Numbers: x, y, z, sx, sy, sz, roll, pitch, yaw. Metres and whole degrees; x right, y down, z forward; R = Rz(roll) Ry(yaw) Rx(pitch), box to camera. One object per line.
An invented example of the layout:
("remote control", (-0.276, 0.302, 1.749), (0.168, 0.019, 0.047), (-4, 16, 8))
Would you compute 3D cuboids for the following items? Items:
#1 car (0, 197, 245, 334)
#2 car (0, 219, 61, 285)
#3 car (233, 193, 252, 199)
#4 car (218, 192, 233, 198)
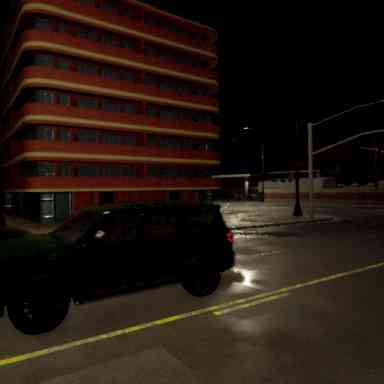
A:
("car", (-1.574, 1.246, 7.166), (5.566, 2.045, 2.150), (0, 0, -35))
("car", (-5.968, 1.557, 8.335), (4.674, 1.442, 1.812), (0, 0, -35))
("car", (12.907, 1.061, 81.965), (3.806, 1.475, 1.970), (-1, 1, -35))
("car", (8.936, 0.930, 86.187), (4.611, 1.667, 2.242), (-1, 1, -35))
